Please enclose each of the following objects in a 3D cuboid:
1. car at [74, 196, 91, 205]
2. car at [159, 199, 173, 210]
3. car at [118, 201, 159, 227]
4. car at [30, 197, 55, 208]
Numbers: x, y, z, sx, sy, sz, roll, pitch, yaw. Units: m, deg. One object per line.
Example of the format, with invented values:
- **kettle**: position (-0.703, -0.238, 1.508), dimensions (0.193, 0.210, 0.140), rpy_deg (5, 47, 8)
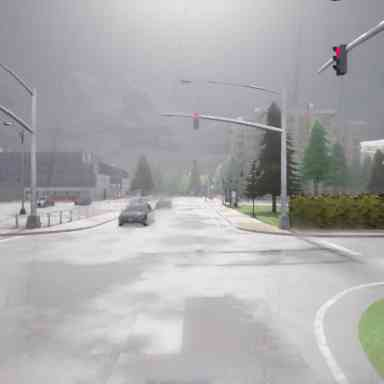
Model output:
- **car**: position (-17.425, 1.374, 53.076), dimensions (1.845, 1.501, 3.633), rpy_deg (0, 0, 0)
- **car**: position (-3.564, 1.601, 43.098), dimensions (1.895, 1.301, 4.718), rpy_deg (0, 0, 0)
- **car**: position (-3.712, 1.505, 22.968), dimensions (1.837, 1.490, 4.892), rpy_deg (0, 0, 2)
- **car**: position (-20.482, 1.384, 45.687), dimensions (1.970, 1.475, 3.806), rpy_deg (0, 0, 0)
